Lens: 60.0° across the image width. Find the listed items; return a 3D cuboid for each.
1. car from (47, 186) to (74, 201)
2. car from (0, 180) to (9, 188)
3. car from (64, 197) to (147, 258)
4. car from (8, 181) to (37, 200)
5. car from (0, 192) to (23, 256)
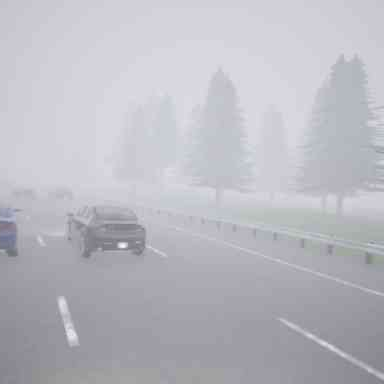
[{"bbox_3d":[-14.269,0.128,36.057,1.837,1.490,4.892,3,1,-36],"label":"car"},{"bbox_3d":[-34.002,-1.490,60.244,1.882,1.535,5.008,3,1,-42],"label":"car"},{"bbox_3d":[-3.050,1.161,11.370,1.837,1.490,4.892,4,0,-28],"label":"car"},{"bbox_3d":[-17.361,-0.035,34.370,1.812,1.442,4.674,3,1,-36],"label":"car"},{"bbox_3d":[-6.427,0.928,10.263,1.882,1.535,5.008,3,1,-28],"label":"car"}]
